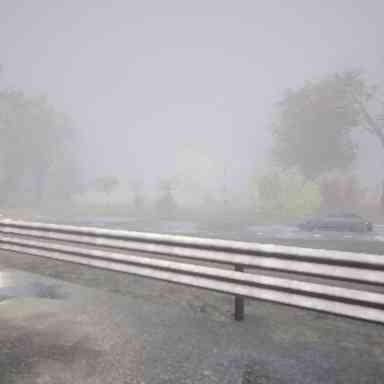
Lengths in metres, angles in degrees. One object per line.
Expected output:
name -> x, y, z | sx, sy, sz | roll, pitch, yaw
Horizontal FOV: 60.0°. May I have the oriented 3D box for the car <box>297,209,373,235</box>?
car -> 8.507, 1.756, 20.082 | 4.181, 1.385, 1.994 | 0, 0, 16
